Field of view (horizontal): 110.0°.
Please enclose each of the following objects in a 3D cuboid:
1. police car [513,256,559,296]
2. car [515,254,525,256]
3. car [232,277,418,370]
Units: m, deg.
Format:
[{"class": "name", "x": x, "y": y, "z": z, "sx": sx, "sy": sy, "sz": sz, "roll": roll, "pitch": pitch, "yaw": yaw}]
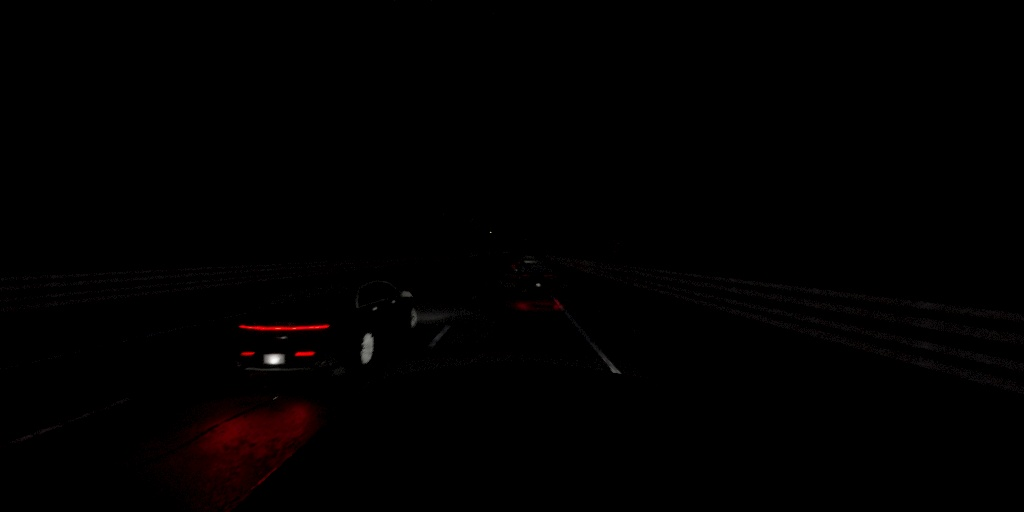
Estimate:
[{"class": "police car", "x": 1.152, "y": 0.991, "z": 17.831, "sx": 1.930, "sy": 1.638, "sz": 5.238, "roll": 0, "pitch": 1, "yaw": 1}, {"class": "car", "x": 1.462, "y": 0.736, "z": 33.564, "sx": 2.097, "sy": 1.767, "sz": 4.553, "roll": 0, "pitch": 1, "yaw": 2}, {"class": "car", "x": -3.388, "y": 1.185, "z": 7.546, "sx": 1.837, "sy": 1.490, "sz": 4.892, "roll": 0, "pitch": 1, "yaw": 0}]
